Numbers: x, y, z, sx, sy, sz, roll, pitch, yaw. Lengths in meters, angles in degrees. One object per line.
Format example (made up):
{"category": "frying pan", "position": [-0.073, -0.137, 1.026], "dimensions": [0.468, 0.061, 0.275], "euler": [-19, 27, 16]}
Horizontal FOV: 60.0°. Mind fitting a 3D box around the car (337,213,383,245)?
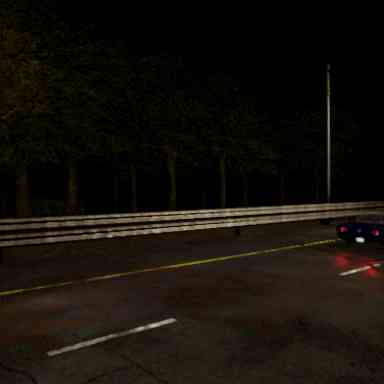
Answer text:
{"category": "car", "position": [8.168, 1.506, 13.850], "dimensions": [4.718, 1.301, 1.895], "euler": [0, 0, -35]}
